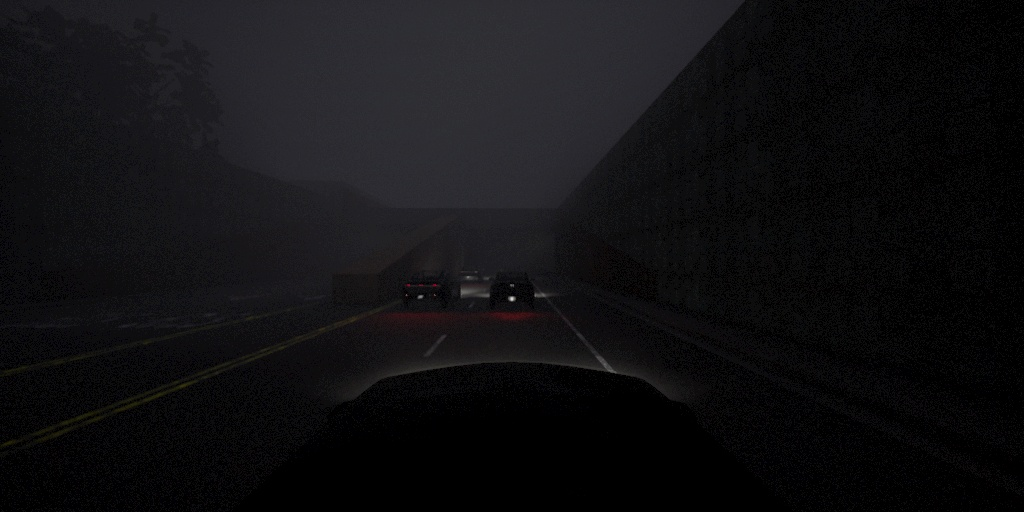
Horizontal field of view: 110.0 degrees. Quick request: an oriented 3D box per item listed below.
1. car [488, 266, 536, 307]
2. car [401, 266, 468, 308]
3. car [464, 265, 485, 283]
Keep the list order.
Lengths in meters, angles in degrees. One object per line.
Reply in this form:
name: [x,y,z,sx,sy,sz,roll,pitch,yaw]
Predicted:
car: [0.007,1.392,16.167,1.837,1.490,4.892,0,0,0]
car: [-3.493,1.377,16.146,2.128,1.511,4.902,0,0,0]
car: [-3.491,1.516,31.142,2.128,1.511,4.902,0,0,0]
